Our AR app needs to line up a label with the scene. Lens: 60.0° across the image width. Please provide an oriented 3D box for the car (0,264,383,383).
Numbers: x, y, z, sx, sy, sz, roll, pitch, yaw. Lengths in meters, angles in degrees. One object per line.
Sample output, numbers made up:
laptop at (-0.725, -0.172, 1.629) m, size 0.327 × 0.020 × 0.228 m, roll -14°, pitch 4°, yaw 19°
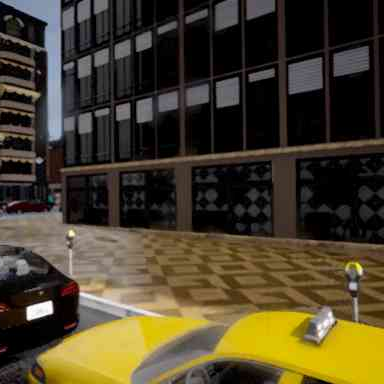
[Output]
car at (0.655, 1.523, 2.426) m, size 4.829 × 1.417 × 1.752 m, roll 0°, pitch -1°, yaw 35°

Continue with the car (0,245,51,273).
car at (-3.643, 1.550, 5.476) m, size 4.313 × 1.339 × 1.947 m, roll 0°, pitch -1°, yaw 35°

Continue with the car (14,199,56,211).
car at (-19.432, 1.620, 41.327) m, size 1.947 × 1.339 × 4.313 m, roll -1°, pitch -1°, yaw 35°

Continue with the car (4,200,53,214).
car at (-15.781, 1.484, 31.972) m, size 1.802 × 1.307 × 4.206 m, roll -1°, pitch -1°, yaw 35°
